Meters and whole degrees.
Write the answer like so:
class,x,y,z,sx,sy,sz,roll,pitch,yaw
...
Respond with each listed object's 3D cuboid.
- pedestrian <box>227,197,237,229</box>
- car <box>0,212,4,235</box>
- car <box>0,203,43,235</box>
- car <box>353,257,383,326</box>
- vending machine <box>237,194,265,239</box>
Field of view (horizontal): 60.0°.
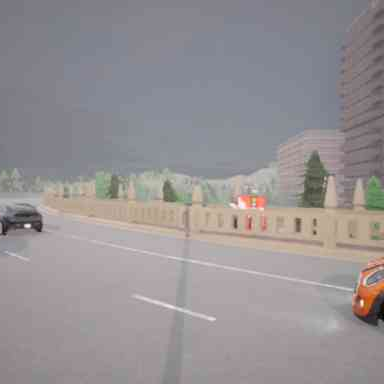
class,x,y,z,sx,sy,sz,roll,pitch,yaw
pedestrian,2.023,1.104,16.414,0.375,1.860,0.375,1,0,42
car,-8.250,1.402,11.365,4.674,1.442,1.812,1,0,44
car,-9.504,1.345,17.727,1.837,1.490,4.892,0,1,-42
car,4.932,1.387,4.903,4.553,1.767,2.097,1,0,34
vending machine,2.869,1.167,16.254,0.880,2.100,1.100,1,0,41
